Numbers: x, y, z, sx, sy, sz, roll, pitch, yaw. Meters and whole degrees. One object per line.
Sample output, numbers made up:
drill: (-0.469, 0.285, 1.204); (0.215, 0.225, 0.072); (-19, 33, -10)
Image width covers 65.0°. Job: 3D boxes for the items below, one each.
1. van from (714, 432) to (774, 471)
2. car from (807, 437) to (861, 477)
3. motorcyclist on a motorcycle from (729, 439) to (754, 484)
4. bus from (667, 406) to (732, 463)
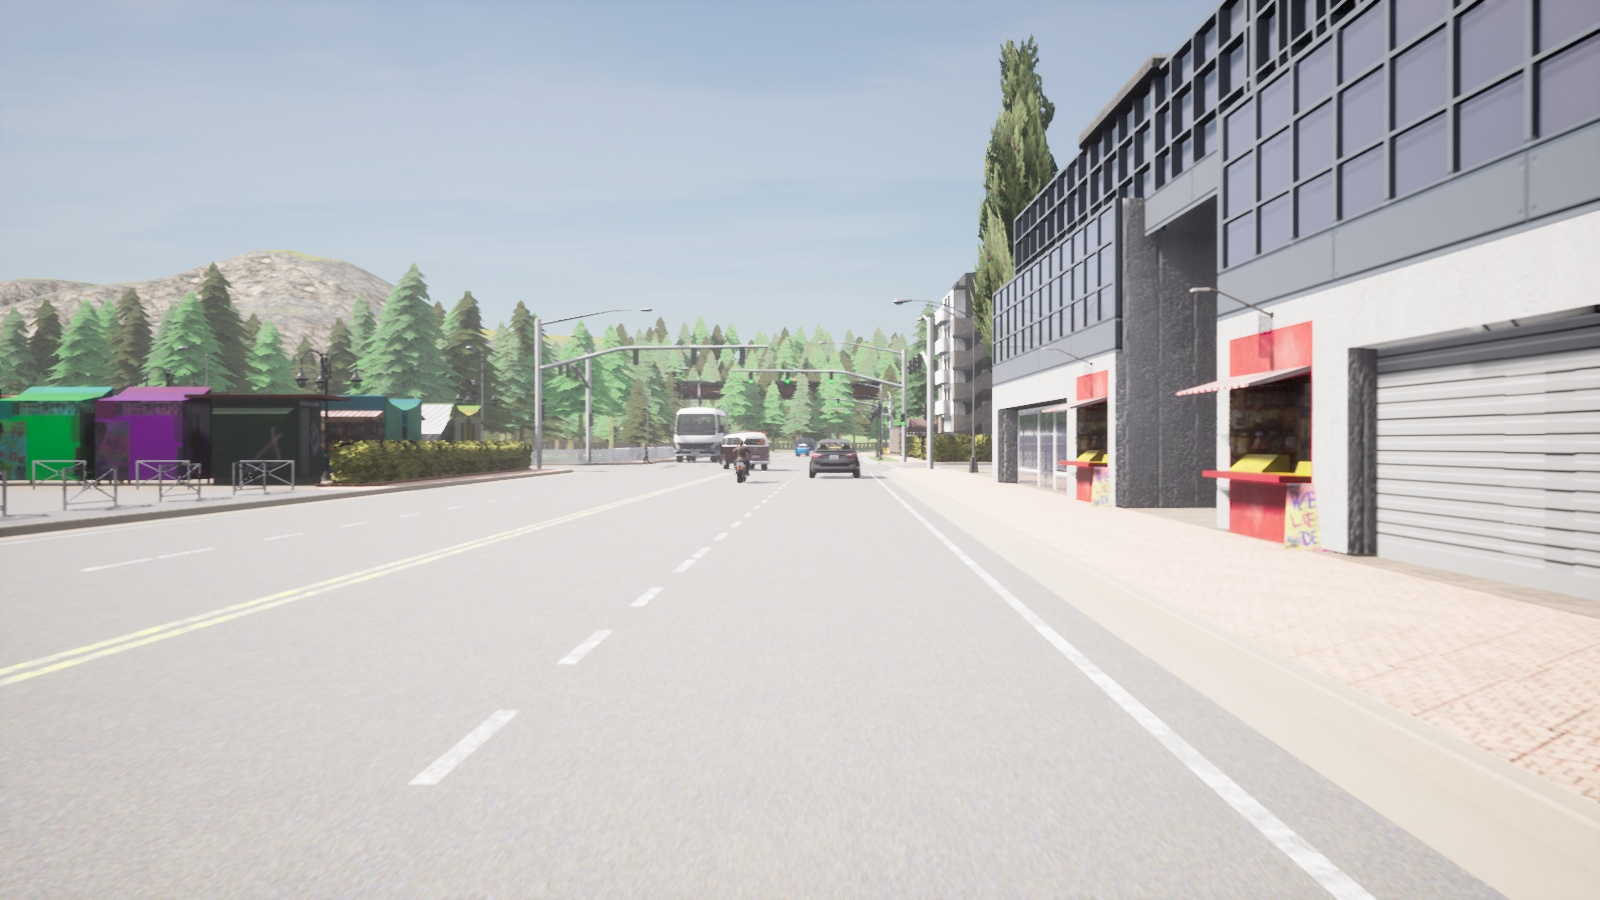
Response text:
van: (-3.120, 0.078, 68.930); (2.069, 2.038, 4.480); (0, 0, -19)
car: (1.496, 0.282, 54.960); (2.242, 1.667, 4.611); (0, 0, 2)
motorcyclist on a motorcycle: (-2.214, 0.426, 47.718); (0.766, 1.649, 2.350); (0, 0, 2)
bus: (-7.754, -1.192, 98.503); (3.944, 4.253, 10.273); (0, 0, 2)
